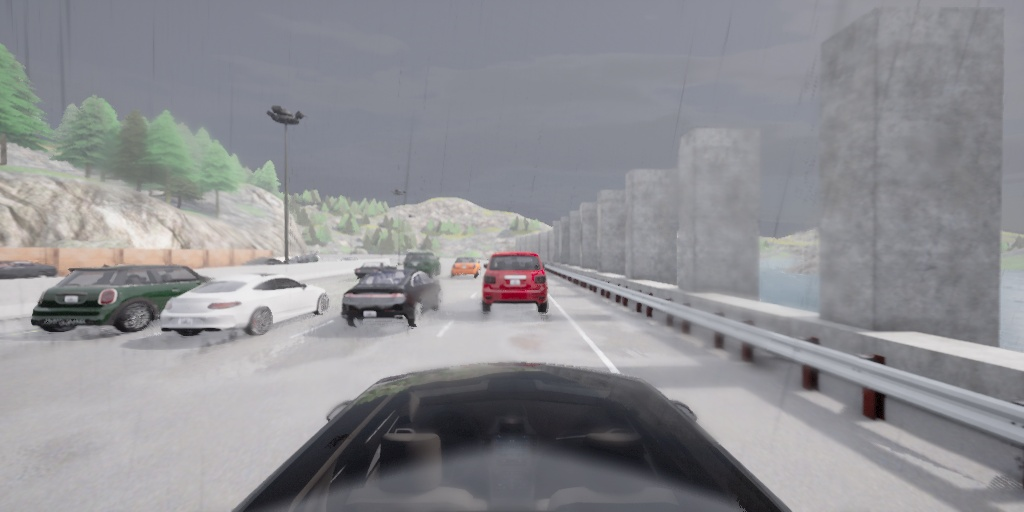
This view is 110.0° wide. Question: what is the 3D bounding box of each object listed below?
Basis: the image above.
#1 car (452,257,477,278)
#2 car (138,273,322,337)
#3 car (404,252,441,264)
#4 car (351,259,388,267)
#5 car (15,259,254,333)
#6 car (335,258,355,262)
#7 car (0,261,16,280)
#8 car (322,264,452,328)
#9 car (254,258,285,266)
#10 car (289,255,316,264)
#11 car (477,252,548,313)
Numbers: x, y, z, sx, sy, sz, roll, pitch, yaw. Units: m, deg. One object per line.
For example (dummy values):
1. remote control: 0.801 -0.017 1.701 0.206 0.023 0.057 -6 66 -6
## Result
1. car: -3.751 0.837 29.844 2.097 1.767 4.553 0 1 -2
2. car: -6.916 1.199 9.890 1.812 1.442 4.674 0 1 0
3. car: -7.228 0.713 29.264 2.150 2.045 5.566 0 1 -2
4. car: -10.709 1.099 28.541 1.895 1.301 4.718 0 1 -2
5. car: -10.410 1.019 10.592 2.097 1.767 4.553 0 0 0
6. car: -22.725 0.902 49.501 1.895 1.301 4.718 0 1 -6
7. car: -31.747 1.050 22.231 2.128 1.511 4.902 0 1 -1
8. car: -3.409 1.154 11.010 2.128 1.511 4.902 0 1 0
9. car: -25.203 0.932 36.299 1.837 1.490 4.892 0 0 -3
10. car: -29.815 0.791 49.790 2.128 1.511 4.902 0 1 -7
11. car: 0.081 0.860 13.519 2.150 2.045 5.566 0 1 0
